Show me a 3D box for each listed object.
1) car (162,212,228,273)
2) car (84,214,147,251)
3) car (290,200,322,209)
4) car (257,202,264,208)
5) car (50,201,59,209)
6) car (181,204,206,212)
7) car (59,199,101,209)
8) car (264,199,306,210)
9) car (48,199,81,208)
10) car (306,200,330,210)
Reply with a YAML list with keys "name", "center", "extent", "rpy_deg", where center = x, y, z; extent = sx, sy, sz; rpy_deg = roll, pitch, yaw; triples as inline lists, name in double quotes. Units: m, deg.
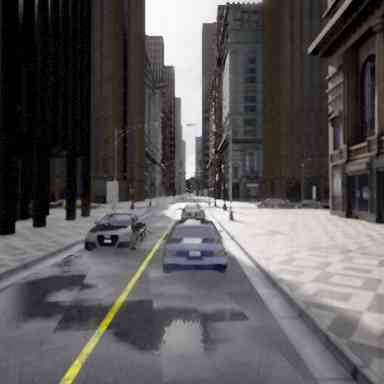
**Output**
- name: "car"
  center: [0.087, 1.596, 10.779]
  extent: [2.033, 1.411, 5.357]
  rpy_deg: [0, 0, 0]
- name: "car"
  center: [-3.099, 1.629, 14.203]
  extent: [1.994, 1.385, 4.181]
  rpy_deg: [0, 0, 0]
- name: "car"
  center: [18.002, 1.927, 52.829]
  extent: [4.403, 1.369, 2.008]
  rpy_deg: [0, -1, 0]
- name: "car"
  center: [12.332, 1.796, 52.812]
  extent: [4.097, 1.590, 1.967]
  rpy_deg: [0, -1, 0]
- name: "car"
  center: [-20.060, 1.640, 44.179]
  extent: [4.507, 1.381, 1.887]
  rpy_deg: [0, -1, 0]
- name: "car"
  center: [0.090, 1.666, 25.878]
  extent: [2.033, 1.411, 5.357]
  rpy_deg: [0, 0, 0]
- name: "car"
  center: [-14.590, 1.633, 44.198]
  extent: [4.829, 1.417, 1.752]
  rpy_deg: [0, -1, 0]
- name: "car"
  center: [12.330, 1.740, 44.287]
  extent: [4.403, 1.369, 2.008]
  rpy_deg: [0, -1, 0]
- name: "car"
  center: [-20.160, 1.813, 52.702]
  extent: [4.403, 1.369, 2.008]
  rpy_deg: [0, -1, 0]
- name: "car"
  center: [18.001, 1.776, 44.306]
  extent: [4.313, 1.339, 1.947]
  rpy_deg: [0, -1, 0]
